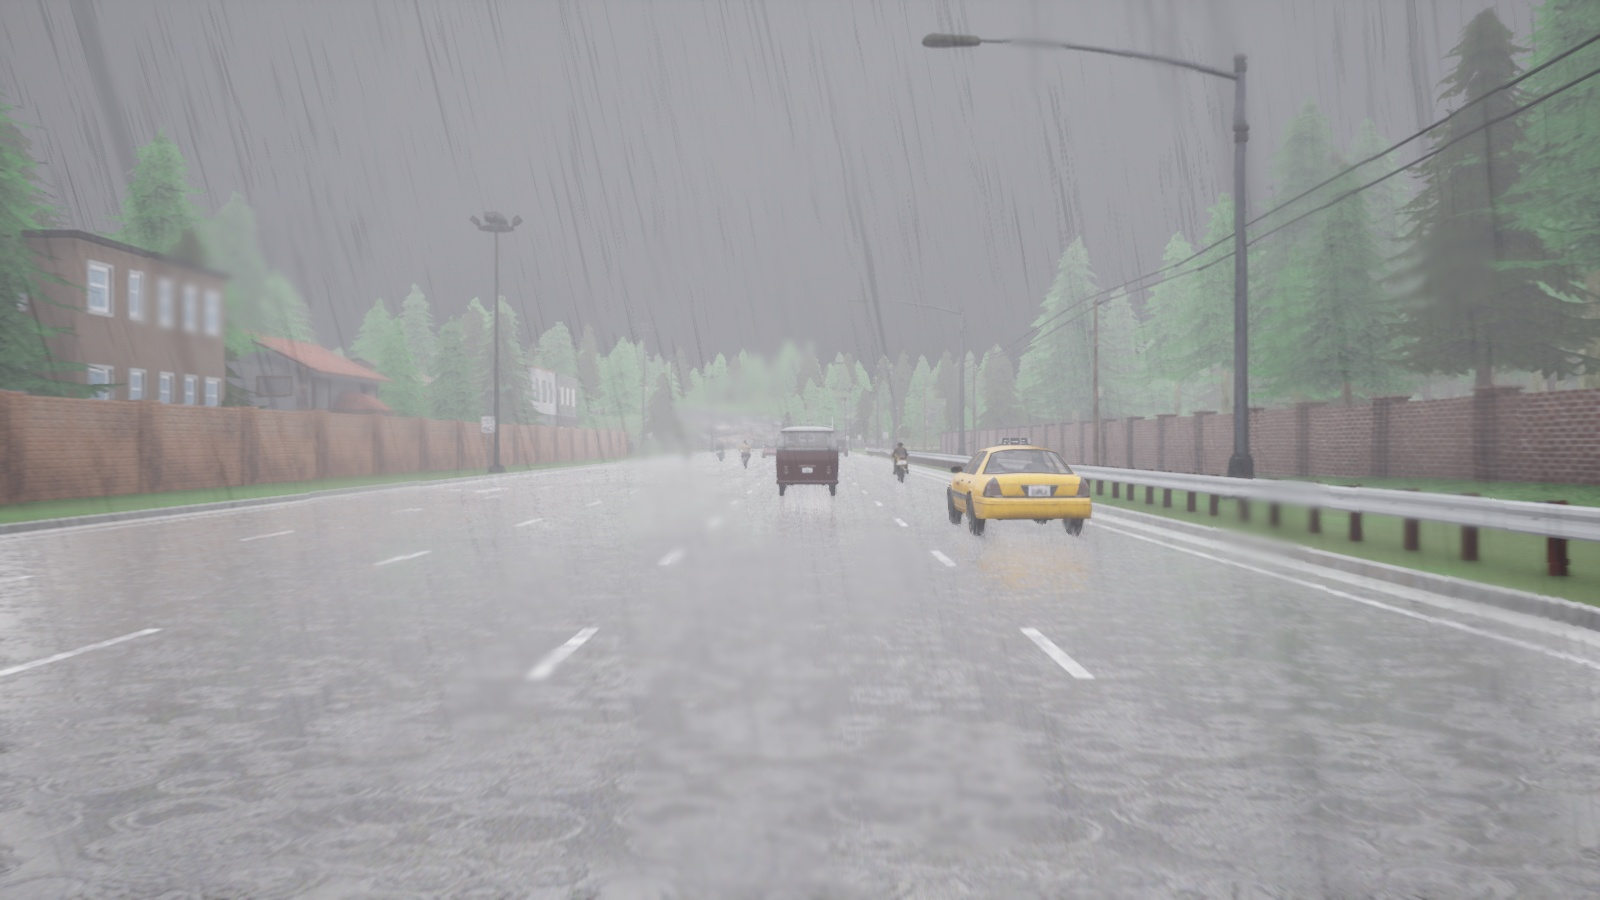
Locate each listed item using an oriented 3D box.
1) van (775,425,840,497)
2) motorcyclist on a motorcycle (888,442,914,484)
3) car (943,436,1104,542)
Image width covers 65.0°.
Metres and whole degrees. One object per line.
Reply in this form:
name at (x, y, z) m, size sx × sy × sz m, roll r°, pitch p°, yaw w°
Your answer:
van at (0.213, 0.295, 36.702) m, size 1.775 × 1.987 × 4.442 m, roll 0°, pitch 0°, yaw 0°
motorcyclist on a motorcycle at (3.767, 0.471, 46.871) m, size 0.797 × 1.523 × 2.044 m, roll 0°, pitch 0°, yaw 0°
car at (3.631, 0.569, 21.383) m, size 1.801 × 1.575 × 5.366 m, roll 0°, pitch 0°, yaw 0°
